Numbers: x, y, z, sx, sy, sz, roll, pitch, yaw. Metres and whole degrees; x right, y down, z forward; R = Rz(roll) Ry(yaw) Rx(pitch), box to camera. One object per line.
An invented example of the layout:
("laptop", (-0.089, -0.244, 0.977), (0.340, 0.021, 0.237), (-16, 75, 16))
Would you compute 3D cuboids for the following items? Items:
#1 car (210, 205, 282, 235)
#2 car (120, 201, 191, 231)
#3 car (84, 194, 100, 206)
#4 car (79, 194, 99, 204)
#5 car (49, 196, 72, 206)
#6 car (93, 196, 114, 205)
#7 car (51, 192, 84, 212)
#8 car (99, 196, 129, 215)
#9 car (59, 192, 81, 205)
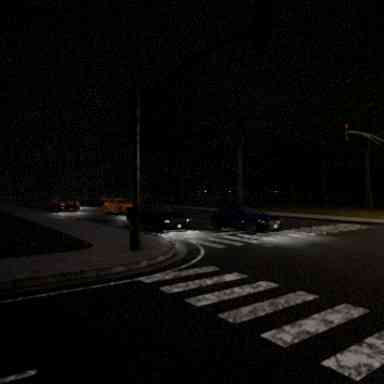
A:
("car", (2.936, 1.486, 18.982), (1.812, 1.442, 4.674), (0, 0, -36))
("car", (-2.256, 1.495, 20.590), (2.033, 1.411, 5.357), (0, 0, -36))
("car", (-15.421, 1.198, 49.977), (2.097, 1.767, 4.553), (0, 0, -35))
("car", (-18.583, 1.176, 59.754), (2.097, 1.767, 4.553), (0, 0, -36))
("car", (-20.052, 1.335, 50.718), (2.128, 1.511, 4.902), (0, 0, -36))
("car", (-14.368, 1.363, 54.005), (1.812, 1.442, 4.674), (0, 0, -36))
("car", (-13.941, 1.233, 36.656), (2.097, 1.767, 4.553), (0, 0, -36))
("car", (-7.018, 1.377, 32.656), (1.882, 1.535, 5.008), (0, 0, -36))
("car", (-21.245, 1.049, 57.889), (2.150, 2.045, 5.566), (0, 0, -36))
